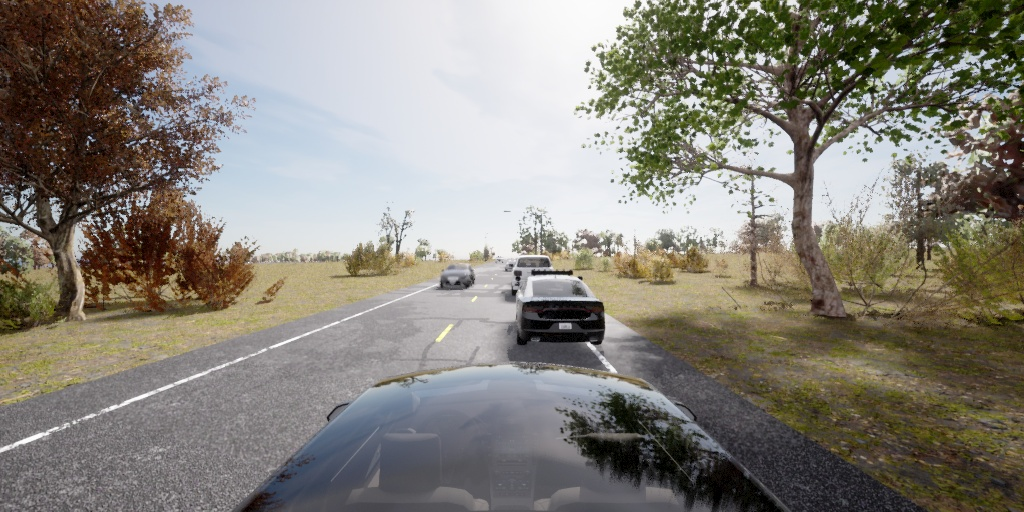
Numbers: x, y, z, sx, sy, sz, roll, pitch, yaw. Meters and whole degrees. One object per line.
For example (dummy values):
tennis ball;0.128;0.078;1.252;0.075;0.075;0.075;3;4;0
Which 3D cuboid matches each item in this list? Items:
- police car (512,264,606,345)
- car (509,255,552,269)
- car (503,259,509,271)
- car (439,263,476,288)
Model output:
police car;1.053;1.177;9.644;1.930;1.638;5.238;0;0;0
car;1.057;0.979;19.566;2.150;2.045;5.566;0;0;0
car;0.055;1.285;48.265;1.812;1.442;4.674;0;0;1
car;-3.493;1.246;23.622;2.128;1.511;4.902;0;0;0
